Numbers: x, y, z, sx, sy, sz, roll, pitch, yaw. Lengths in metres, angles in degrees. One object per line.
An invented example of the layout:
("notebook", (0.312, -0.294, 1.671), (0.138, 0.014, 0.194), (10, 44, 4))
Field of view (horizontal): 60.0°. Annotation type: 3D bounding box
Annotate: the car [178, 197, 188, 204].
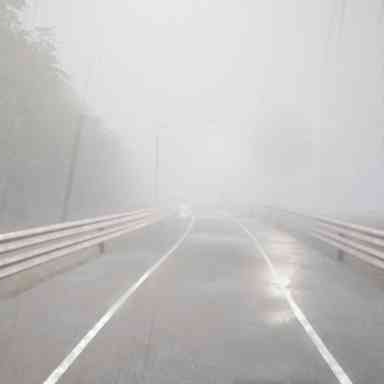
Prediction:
("car", (-2.028, 1.625, 66.386), (1.812, 1.442, 4.674), (0, 0, -14))
